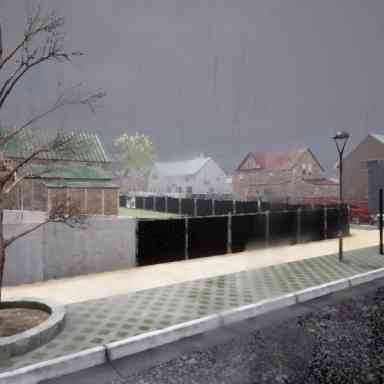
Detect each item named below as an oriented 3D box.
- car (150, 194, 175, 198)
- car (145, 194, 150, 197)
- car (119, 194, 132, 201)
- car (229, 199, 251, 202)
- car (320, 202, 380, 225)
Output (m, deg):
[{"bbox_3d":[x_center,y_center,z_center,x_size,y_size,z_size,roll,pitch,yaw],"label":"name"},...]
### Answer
[{"bbox_3d":[-3.130,1.144,42.496,1.837,1.490,4.892,0,0,-34],"label":"car"},{"bbox_3d":[-6.433,1.073,52.552,2.033,1.411,5.357,0,1,-35],"label":"car"},{"bbox_3d":[-12.996,1.001,62.175,1.895,1.301,4.718,0,1,-34],"label":"car"},{"bbox_3d":[4.510,1.327,31.264,2.033,1.411,5.357,0,1,-34],"label":"car"},{"bbox_3d":[10.242,1.410,22.742,1.812,1.442,4.674,0,1,-32],"label":"car"}]
